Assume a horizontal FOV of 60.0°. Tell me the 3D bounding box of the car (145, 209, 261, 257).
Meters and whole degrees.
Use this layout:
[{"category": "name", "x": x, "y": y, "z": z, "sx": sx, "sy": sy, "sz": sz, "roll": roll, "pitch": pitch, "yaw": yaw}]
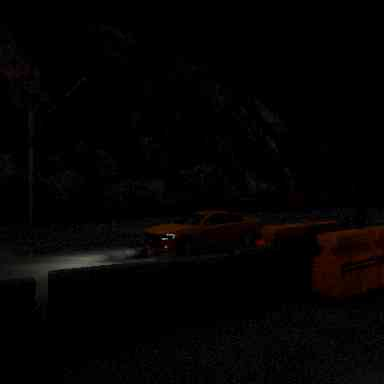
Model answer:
[{"category": "car", "x": 0.579, "y": 1.466, "z": 13.110, "sx": 5.008, "sy": 1.535, "sz": 1.882, "roll": 0, "pitch": -1, "yaw": -35}]
